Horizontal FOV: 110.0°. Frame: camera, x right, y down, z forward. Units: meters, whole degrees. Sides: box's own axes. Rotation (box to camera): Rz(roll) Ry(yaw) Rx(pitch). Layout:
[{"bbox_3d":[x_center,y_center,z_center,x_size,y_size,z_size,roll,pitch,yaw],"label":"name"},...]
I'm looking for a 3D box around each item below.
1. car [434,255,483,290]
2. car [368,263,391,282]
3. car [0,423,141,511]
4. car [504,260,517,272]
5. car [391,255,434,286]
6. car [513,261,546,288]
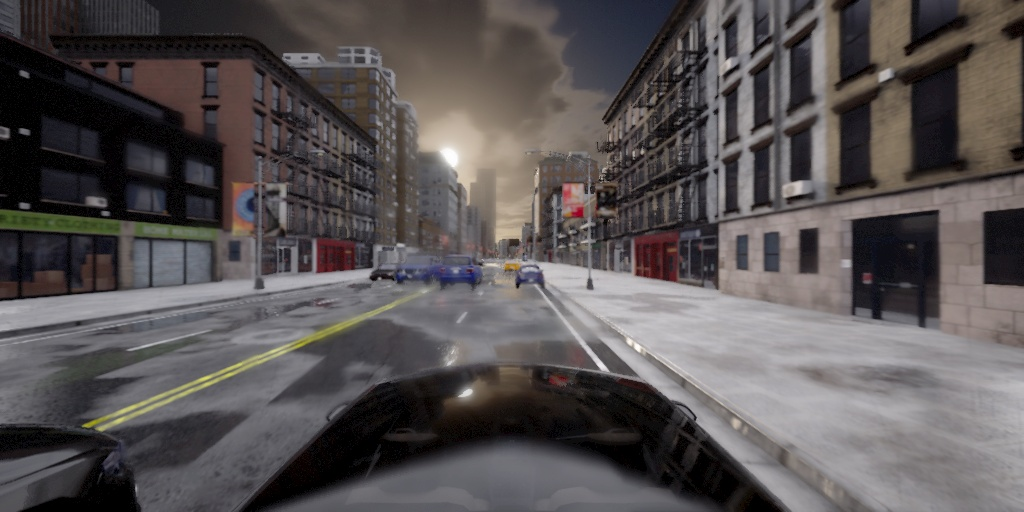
[{"bbox_3d":[-3.146,0.977,22.782,2.150,2.045,5.566,0,0,0],"label":"car"},{"bbox_3d":[-9.842,1.303,29.315,2.033,1.411,5.357,0,0,0],"label":"car"},{"bbox_3d":[-3.150,1.241,0.106,2.128,1.511,4.902,0,0,0],"label":"car"},{"bbox_3d":[0.033,1.231,45.535,1.882,1.535,5.008,0,0,0],"label":"car"},{"bbox_3d":[-6.592,0.977,25.983,2.150,2.045,5.566,0,0,0],"label":"car"},{"bbox_3d":[1.141,1.282,23.440,1.812,1.442,4.674,0,0,0],"label":"car"}]
